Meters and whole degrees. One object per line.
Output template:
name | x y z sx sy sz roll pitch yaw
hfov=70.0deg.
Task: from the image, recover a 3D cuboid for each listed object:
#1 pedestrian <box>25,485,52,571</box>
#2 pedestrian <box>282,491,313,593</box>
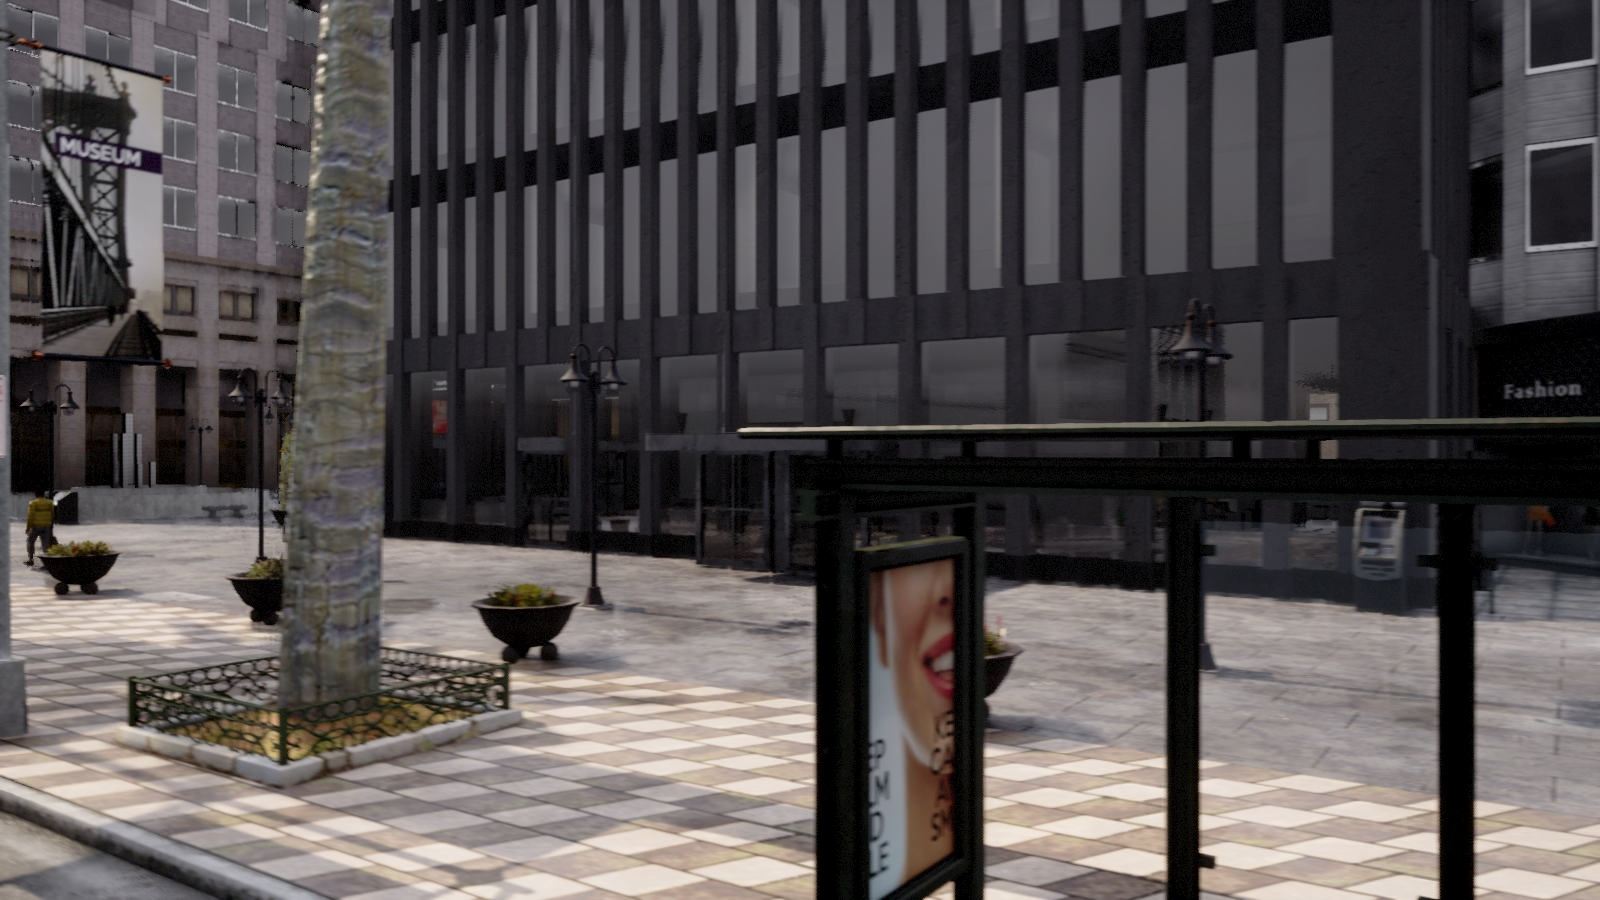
pedestrian | -16.703 1.698 25.065 0.375 1.860 0.375 0 0 33
pedestrian | -9.335 1.704 21.230 0.375 1.860 0.375 0 0 34
